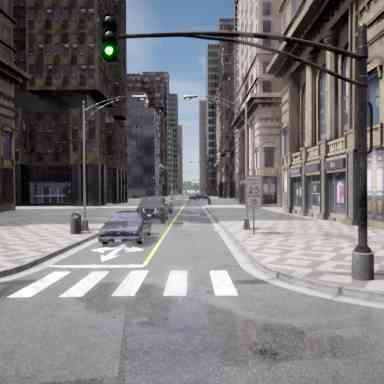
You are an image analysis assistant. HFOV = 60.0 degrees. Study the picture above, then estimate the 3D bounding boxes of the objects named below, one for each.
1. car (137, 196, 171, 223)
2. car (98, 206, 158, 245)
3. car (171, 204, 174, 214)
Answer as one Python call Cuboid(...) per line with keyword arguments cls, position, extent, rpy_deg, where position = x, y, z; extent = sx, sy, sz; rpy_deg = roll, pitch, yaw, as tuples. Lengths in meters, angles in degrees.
Cuboid(cls="car", position=(-3.099, 1.348, 26.727), extent=(2.150, 2.045, 5.566), rpy_deg=(0, 0, -1))
Cuboid(cls="car", position=(-3.104, 1.643, 16.508), extent=(2.033, 1.411, 5.357), rpy_deg=(0, 0, 0))
Cuboid(cls="car", position=(-3.079, 1.684, 37.058), extent=(1.812, 1.442, 4.674), rpy_deg=(0, 0, 0))
